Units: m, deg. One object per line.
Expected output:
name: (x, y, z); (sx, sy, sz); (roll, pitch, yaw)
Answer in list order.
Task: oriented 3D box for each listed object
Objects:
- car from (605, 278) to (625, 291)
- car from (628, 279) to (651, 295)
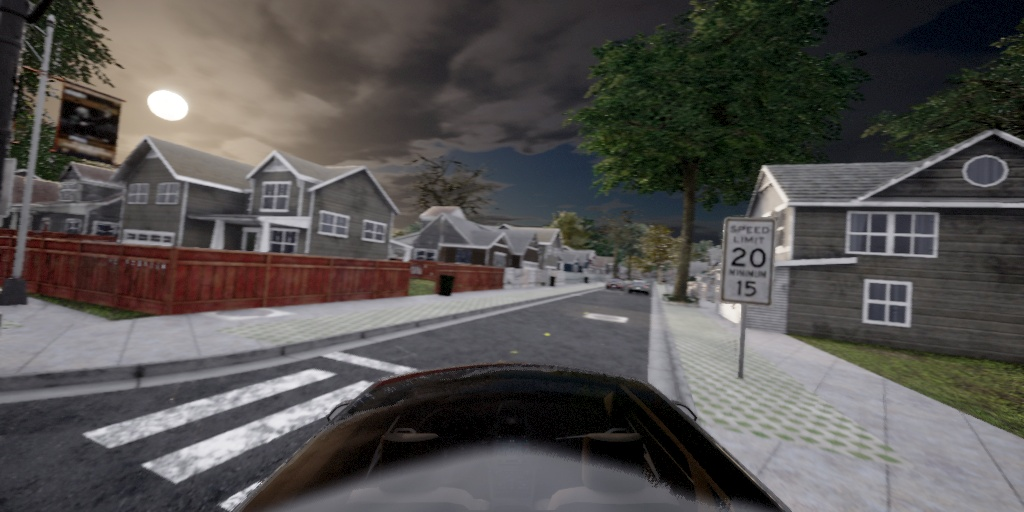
car: (12.595, 3.428, 43.482); (1.994, 1.385, 4.181); (4, -2, 22)
car: (13.608, 3.364, 38.400); (1.994, 1.385, 4.181); (4, -2, 22)
